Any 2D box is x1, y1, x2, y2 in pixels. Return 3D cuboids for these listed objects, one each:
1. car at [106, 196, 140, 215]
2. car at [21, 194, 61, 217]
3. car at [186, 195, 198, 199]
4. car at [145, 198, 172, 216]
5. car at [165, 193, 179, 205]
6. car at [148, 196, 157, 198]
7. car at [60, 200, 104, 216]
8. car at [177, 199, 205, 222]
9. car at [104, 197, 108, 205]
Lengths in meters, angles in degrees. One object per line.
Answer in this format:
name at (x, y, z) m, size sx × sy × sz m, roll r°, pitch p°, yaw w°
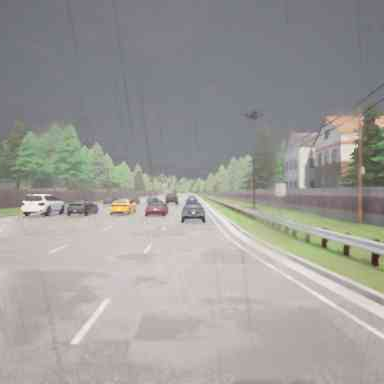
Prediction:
car at (-6.896, 1.482, 33.614) m, size 1.882 × 1.535 × 5.008 m, roll 0°, pitch 0°, yaw 0°
car at (-13.898, 1.225, 31.397) m, size 2.150 × 2.045 × 5.566 m, roll 0°, pitch 0°, yaw 0°
car at (0.004, 1.360, 57.423) m, size 2.097 × 1.767 × 4.553 m, roll 0°, pitch 0°, yaw 0°
car at (-3.399, 1.568, 32.722) m, size 1.994 × 1.385 × 4.181 m, roll 0°, pitch 0°, yaw 0°
car at (-3.490, 1.231, 57.813) m, size 2.150 × 2.045 × 5.566 m, roll 0°, pitch 0°, yaw 0°
car at (-6.978, 1.501, 59.054) m, size 2.128 × 1.511 × 4.902 m, roll 0°, pitch 0°, yaw 0°
car at (-10.398, 1.496, 31.942) m, size 2.128 × 1.511 × 4.902 m, roll 0°, pitch 0°, yaw 0°
car at (0.102, 1.551, 26.495) m, size 2.033 × 1.411 × 5.357 m, roll 0°, pitch 0°, yaw 0°
car at (-13.993, 1.555, 57.525) m, size 2.033 × 1.411 × 5.357 m, roll 0°, pitch 0°, yaw 0°
